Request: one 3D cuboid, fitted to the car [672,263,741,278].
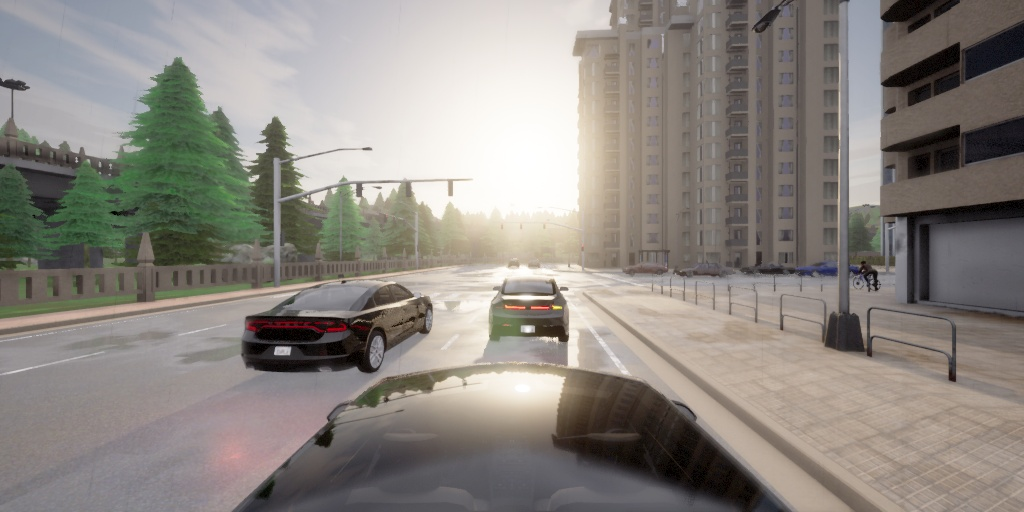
[{"bbox_3d":[18.474,1.353,34.560,5.357,1.411,2.033,0,0,3],"label":"car"}]

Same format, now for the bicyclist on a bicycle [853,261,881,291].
[{"bbox_3d":[19.756,1.107,19.999,0.582,1.620,1.656,0,0,3],"label":"bicyclist on a bicycle"}]

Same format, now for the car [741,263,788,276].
[{"bbox_3d":[26.701,1.406,37.656,4.718,1.301,1.895,0,0,3],"label":"car"}]

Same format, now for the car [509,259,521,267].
[{"bbox_3d":[0.471,1.254,64.543,1.837,1.490,4.892,0,0,5],"label":"car"}]

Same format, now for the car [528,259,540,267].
[{"bbox_3d":[4.006,1.314,64.846,1.994,1.385,4.181,0,0,5],"label":"car"}]

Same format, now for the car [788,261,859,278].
[{"bbox_3d":[29.723,1.283,33.994,5.008,1.535,1.882,0,0,3],"label":"car"}]

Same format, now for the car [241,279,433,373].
[{"bbox_3d":[-3.161,1.228,7.678,1.882,1.535,5.008,0,0,4],"label":"car"}]

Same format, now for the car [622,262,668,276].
[{"bbox_3d":[14.162,1.331,38.274,4.674,1.442,1.812,0,0,4],"label":"car"}]

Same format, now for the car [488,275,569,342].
[{"bbox_3d":[0.494,1.255,9.798,1.837,1.490,4.892,0,0,4],"label":"car"}]
